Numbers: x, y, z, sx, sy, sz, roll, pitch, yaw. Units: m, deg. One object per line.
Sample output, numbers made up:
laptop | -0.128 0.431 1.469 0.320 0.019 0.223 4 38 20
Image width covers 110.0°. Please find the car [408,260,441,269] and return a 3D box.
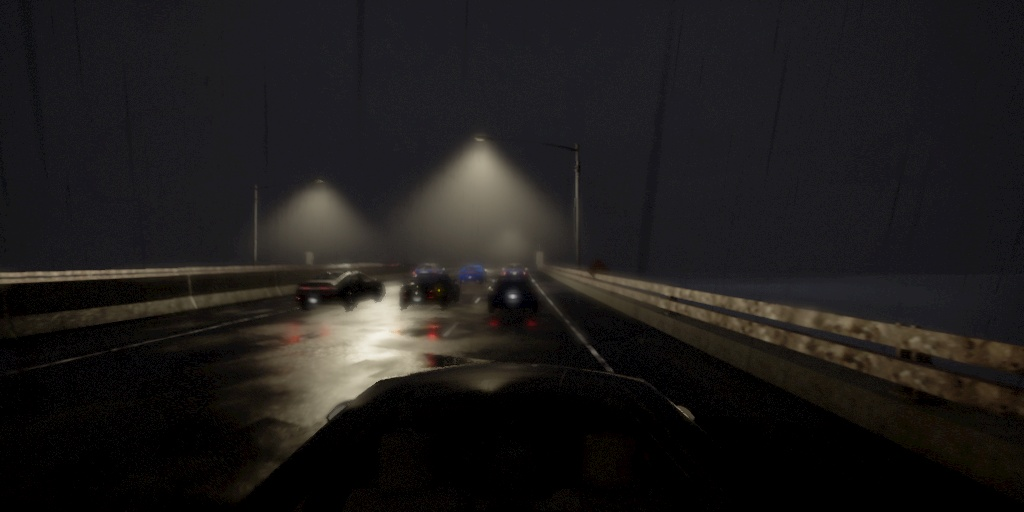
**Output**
car | -6.756 1.414 29.919 2.097 1.767 4.553 0 -1 1

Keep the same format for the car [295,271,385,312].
car | -6.933 1.387 15.026 2.128 1.511 4.902 0 0 1

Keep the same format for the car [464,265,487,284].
car | -3.236 1.548 30.666 1.882 1.535 5.008 0 0 1

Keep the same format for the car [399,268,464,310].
car | -3.426 1.423 15.399 1.812 1.442 4.674 0 0 1

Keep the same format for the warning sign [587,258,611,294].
warning sign | 4.631 1.053 19.055 1.300 1.860 1.060 0 0 1

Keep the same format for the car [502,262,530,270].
car | 0.244 1.411 29.814 2.097 1.767 4.553 0 -1 1

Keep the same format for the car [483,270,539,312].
car | 0.066 1.458 14.986 1.994 1.385 4.181 0 -1 1
